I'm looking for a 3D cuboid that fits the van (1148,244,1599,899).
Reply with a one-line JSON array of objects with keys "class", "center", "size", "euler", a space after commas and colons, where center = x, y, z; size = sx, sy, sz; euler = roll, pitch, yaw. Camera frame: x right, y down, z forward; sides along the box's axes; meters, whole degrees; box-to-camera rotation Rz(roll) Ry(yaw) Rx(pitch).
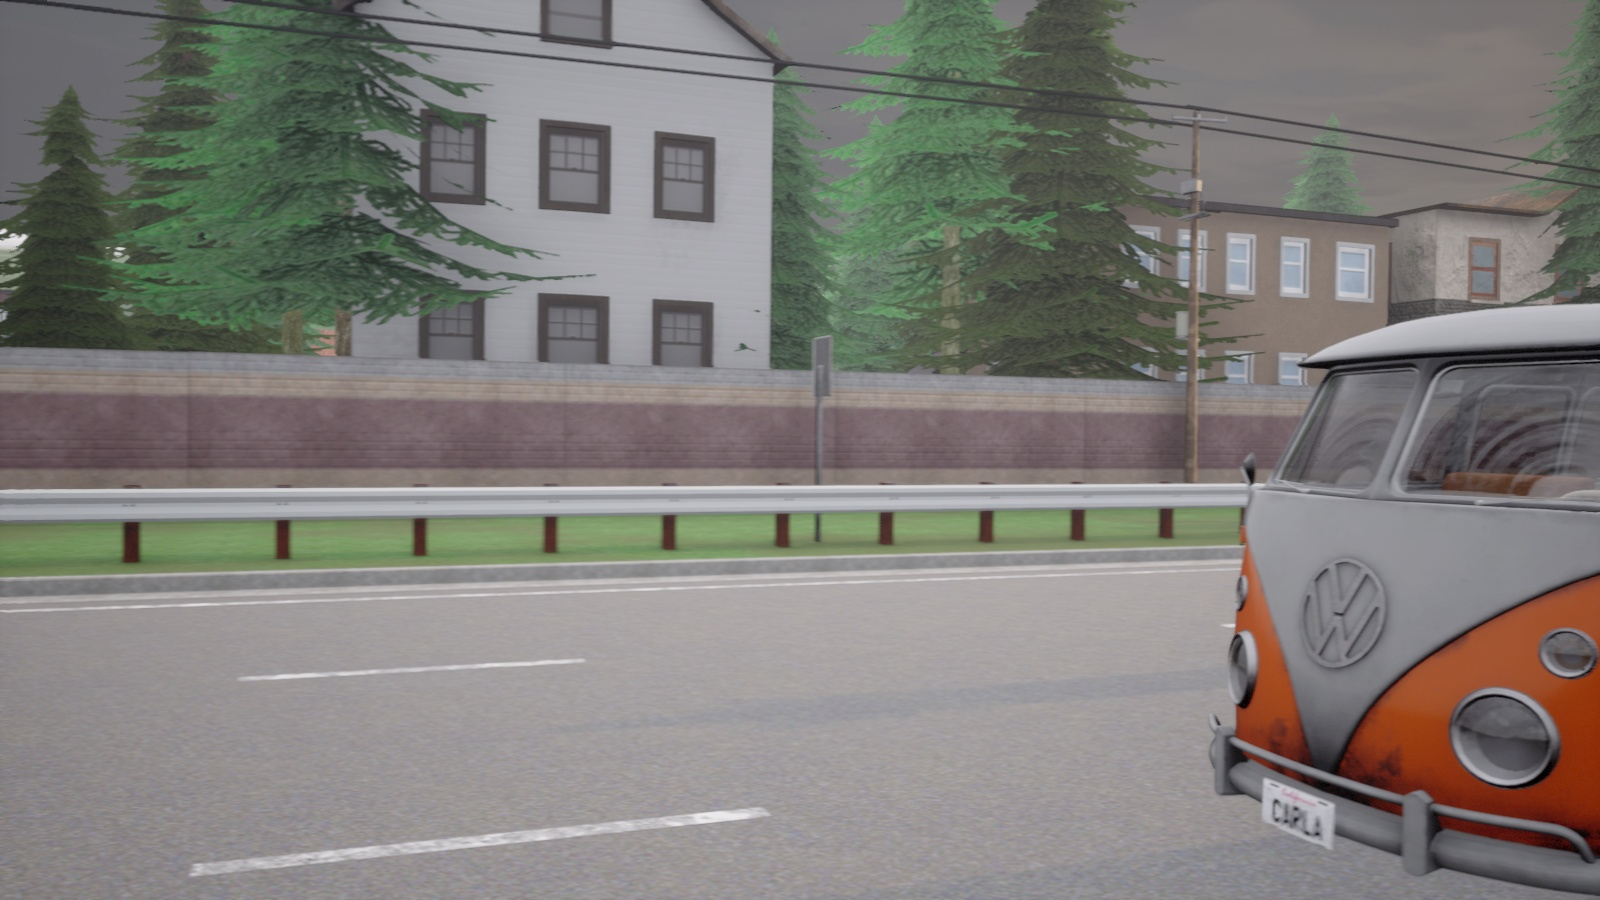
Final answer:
[{"class": "van", "center": [3.701, 0.437, 4.641], "size": [4.442, 1.987, 1.775], "euler": [-1, 1, -21]}]
